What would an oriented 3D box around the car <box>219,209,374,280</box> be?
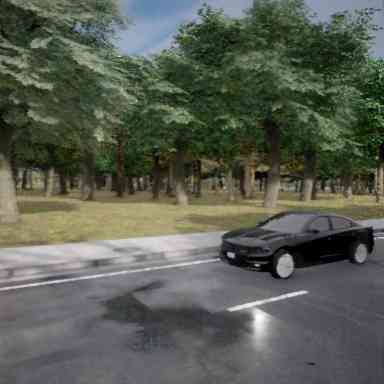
[{"bbox_3d":[3.077,1.271,9.417,5.008,1.535,1.882,0,2,-32],"label":"car"}]
